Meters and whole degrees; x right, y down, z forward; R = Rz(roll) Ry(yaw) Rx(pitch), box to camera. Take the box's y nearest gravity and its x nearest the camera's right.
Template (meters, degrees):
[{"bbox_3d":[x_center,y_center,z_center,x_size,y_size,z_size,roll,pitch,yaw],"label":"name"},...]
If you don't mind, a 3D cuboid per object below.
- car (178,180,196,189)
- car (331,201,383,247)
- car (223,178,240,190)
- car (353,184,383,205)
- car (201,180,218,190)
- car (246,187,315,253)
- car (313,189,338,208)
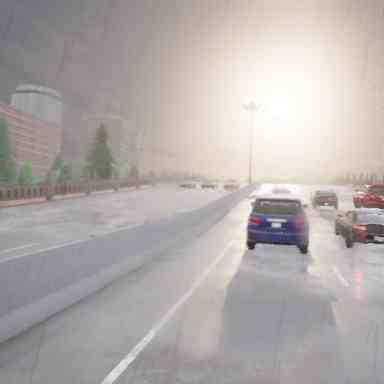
[{"bbox_3d":[-0.710,-1.223,51.876,1.994,1.385,4.181,2,4,15],"label":"car"},{"bbox_3d":[7.272,1.411,14.029,1.812,1.442,4.674,2,2,15],"label":"car"},{"bbox_3d":[6.012,-1.226,49.919,2.097,1.767,4.553,2,4,15],"label":"car"},{"bbox_3d":[14.057,0.419,25.665,2.150,2.045,5.566,2,4,16],"label":"car"},{"bbox_3d":[2.671,-1.123,50.981,1.994,1.385,4.181,2,4,15],"label":"car"},{"bbox_3d":[3.538,1.068,13.630,2.150,2.045,5.566,2,3,16],"label":"car"},{"bbox_3d":[11.107,0.499,28.135,1.837,1.490,4.892,2,5,15],"label":"car"}]
